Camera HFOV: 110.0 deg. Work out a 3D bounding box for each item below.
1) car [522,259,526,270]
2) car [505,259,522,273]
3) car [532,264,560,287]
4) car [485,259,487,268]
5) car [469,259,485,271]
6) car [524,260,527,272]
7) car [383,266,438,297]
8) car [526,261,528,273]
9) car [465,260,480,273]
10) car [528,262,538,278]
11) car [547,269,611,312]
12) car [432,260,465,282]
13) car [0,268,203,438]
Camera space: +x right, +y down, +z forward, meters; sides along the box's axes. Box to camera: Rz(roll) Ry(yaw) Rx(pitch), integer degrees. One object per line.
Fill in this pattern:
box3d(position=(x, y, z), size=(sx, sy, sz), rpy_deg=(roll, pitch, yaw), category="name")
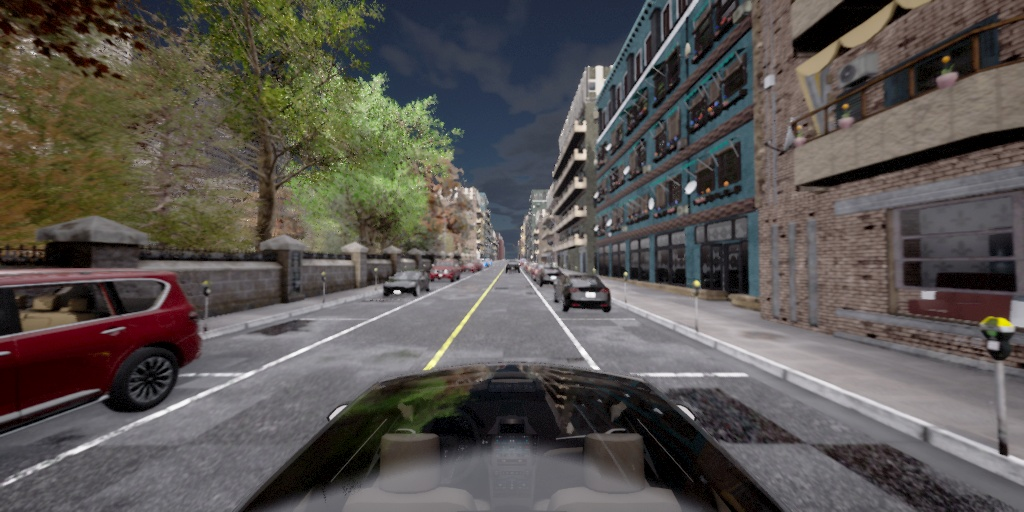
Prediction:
box3d(position=(2.694, 1.451, 47.552), size=(1.967, 1.591, 4.097), rpy_deg=(0, 0, 0), category="car")
box3d(position=(0.101, 1.500, 49.420), size=(1.882, 1.535, 5.008), rpy_deg=(0, -1, 0), category="car")
box3d(position=(2.693, 1.451, 25.459), size=(1.948, 1.339, 4.313), rpy_deg=(0, 0, 0), category="car")
box3d(position=(-5.686, 1.620, 58.599), size=(1.888, 1.381, 4.507), rpy_deg=(0, 0, 0), category="car")
box3d(position=(-5.686, 1.357, 53.075), size=(2.192, 1.841, 5.009), rpy_deg=(0, 0, 0), category="car")
box3d(position=(2.694, 1.505, 42.198), size=(1.751, 1.417, 4.829), rpy_deg=(0, 0, 0), category="car")
box3d(position=(-5.688, 1.419, 19.936), size=(1.948, 1.339, 4.313), rpy_deg=(0, 0, 0), category="car")
box3d(position=(2.694, 1.493, 36.504), size=(1.888, 1.381, 4.507), rpy_deg=(0, 0, 0), category="car")
box3d(position=(-5.686, 1.556, 47.553), size=(1.888, 1.381, 4.507), rpy_deg=(0, 0, 0), category="car")
box3d(position=(2.694, 1.356, 30.982), size=(1.967, 1.591, 4.097), rpy_deg=(0, 0, 0), category="car")
box3d(position=(2.692, 1.388, 14.411), size=(1.948, 1.339, 4.313), rpy_deg=(0, 0, 0), category="car")
box3d(position=(-5.687, 1.231, 30.983), size=(2.192, 1.841, 5.009), rpy_deg=(0, 0, 0), category="car")
box3d(position=(-5.689, 1.074, 3.366), size=(2.192, 1.841, 5.009), rpy_deg=(0, 0, 0), category="car")
